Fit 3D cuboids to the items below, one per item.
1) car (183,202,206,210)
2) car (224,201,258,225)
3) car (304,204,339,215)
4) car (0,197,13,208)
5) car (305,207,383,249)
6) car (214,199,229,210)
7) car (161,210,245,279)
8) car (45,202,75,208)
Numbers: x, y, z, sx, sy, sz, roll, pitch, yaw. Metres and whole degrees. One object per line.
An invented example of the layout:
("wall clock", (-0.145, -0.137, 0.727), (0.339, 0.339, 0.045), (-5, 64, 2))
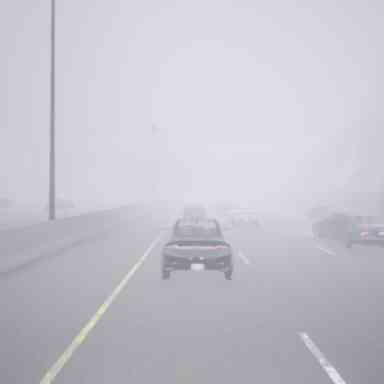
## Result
("car", (0.234, 1.590, 28.821), (1.882, 1.535, 5.008), (0, 0, 0))
("car", (3.701, 1.633, 24.741), (1.812, 1.442, 4.674), (0, 0, 0))
("car", (10.723, 1.683, 26.677), (2.033, 1.411, 5.357), (0, 0, 0))
("car", (-20.836, 1.166, 35.080), (1.882, 1.535, 5.008), (0, 0, 0))
("car", (7.167, 1.627, 15.027), (2.033, 1.411, 5.357), (0, 0, 0))
("car", (3.793, 1.648, 41.221), (1.882, 1.535, 5.008), (0, 0, 0))
("car", (0.141, 1.532, 10.136), (2.128, 1.511, 4.902), (0, 0, 0))
("car", (-13.836, 1.261, 35.046), (1.994, 1.385, 4.181), (0, 0, 0))
